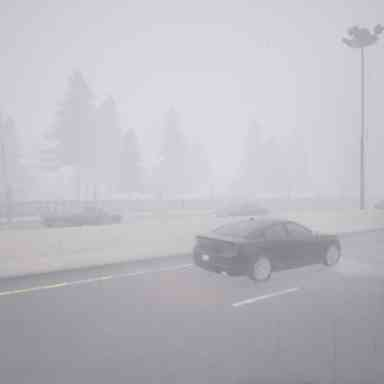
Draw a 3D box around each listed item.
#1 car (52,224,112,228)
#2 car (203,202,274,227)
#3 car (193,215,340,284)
[{"bbox_3d":[-6.843,1.602,20.609,4.718,1.301,1.895,0,0,-36],"label":"car"},{"bbox_3d":[3.362,1.498,23.590,4.902,1.511,2.128,0,0,-35],"label":"car"},{"bbox_3d":[2.354,1.481,9.728,5.008,1.535,1.882,0,0,-36],"label":"car"}]
